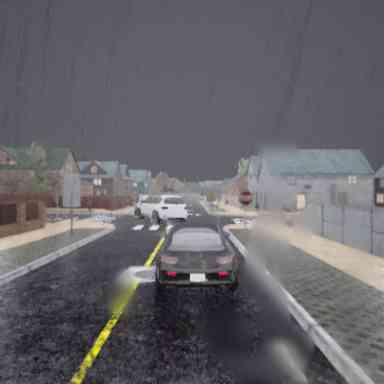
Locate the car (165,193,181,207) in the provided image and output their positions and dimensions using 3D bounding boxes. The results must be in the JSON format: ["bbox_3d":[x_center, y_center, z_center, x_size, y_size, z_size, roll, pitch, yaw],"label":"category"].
[{"bbox_3d":[-2.877,1.233,52.744,2.150,2.045,5.566,0,0,1],"label":"car"}]

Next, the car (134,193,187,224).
[{"bbox_3d":[-2.455,1.233,25.346,2.150,2.045,5.566,2,0,-31],"label":"car"}]

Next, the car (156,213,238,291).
[{"bbox_3d":[0.094,1.527,8.876,1.812,1.442,4.674,0,0,0],"label":"car"}]

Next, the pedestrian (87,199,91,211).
[{"bbox_3d":[-9.708,1.256,31.590,0.500,1.100,0.500,0,0,1],"label":"pedestrian"}]

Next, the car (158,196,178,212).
[{"bbox_3d":[-2.877,1.362,40.517,2.097,1.767,4.553,0,0,0],"label":"car"}]
